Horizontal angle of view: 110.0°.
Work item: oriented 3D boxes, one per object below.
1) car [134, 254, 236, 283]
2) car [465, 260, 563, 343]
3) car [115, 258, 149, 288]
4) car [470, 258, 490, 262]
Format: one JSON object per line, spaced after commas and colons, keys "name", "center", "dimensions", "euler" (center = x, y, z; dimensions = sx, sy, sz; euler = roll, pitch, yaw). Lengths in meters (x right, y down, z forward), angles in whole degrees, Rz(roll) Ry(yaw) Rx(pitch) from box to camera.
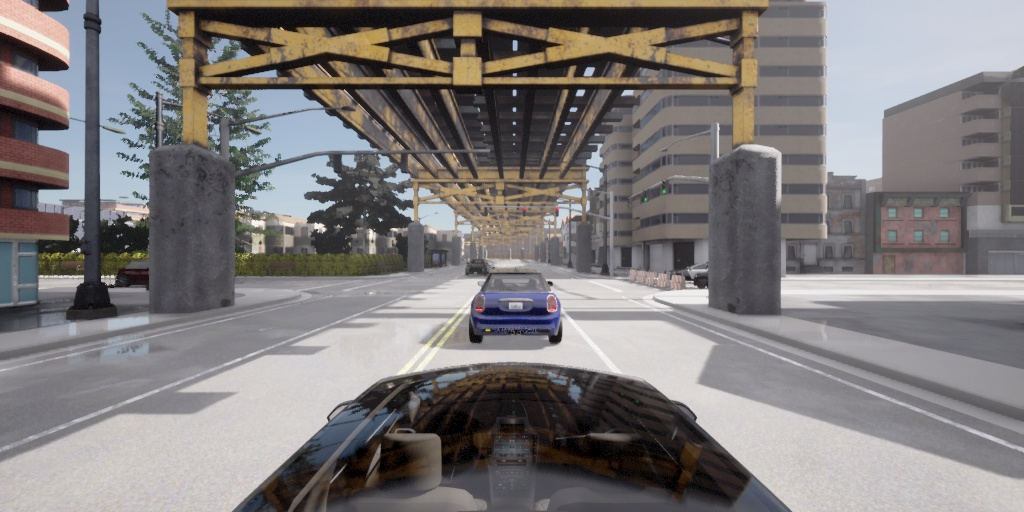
{"name": "car", "center": [-23.744, 0.888, 26.208], "dimensions": [5.566, 2.045, 2.150], "euler": [0, 0, 0]}
{"name": "car", "center": [0.100, 1.093, 9.843], "dimensions": [2.097, 1.767, 4.553], "euler": [0, 0, 1]}
{"name": "car", "center": [-21.758, 1.028, 22.486], "dimensions": [4.553, 1.767, 2.097], "euler": [0, 0, 0]}
{"name": "car", "center": [-3.503, 1.048, 36.789], "dimensions": [2.097, 1.767, 4.553], "euler": [0, 0, 1]}
